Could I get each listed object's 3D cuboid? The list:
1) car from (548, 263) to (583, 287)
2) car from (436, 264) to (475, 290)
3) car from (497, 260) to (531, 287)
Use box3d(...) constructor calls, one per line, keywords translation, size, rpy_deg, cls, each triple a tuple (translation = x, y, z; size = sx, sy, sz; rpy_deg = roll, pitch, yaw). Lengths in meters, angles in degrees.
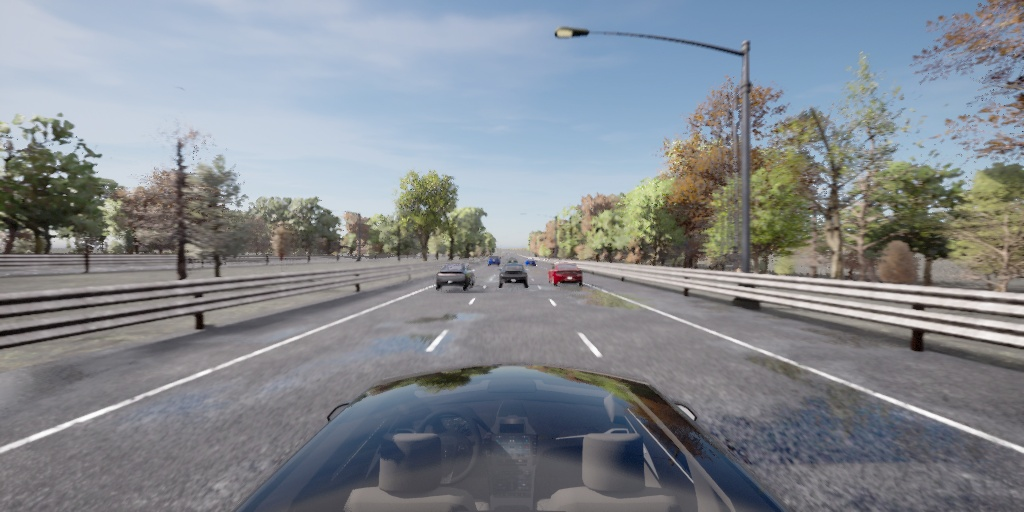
box3d(translation=(3.591, 1.222, 24.765), size=(1.882, 1.535, 5.008), rpy_deg=(0, 0, 0), cls="car")
box3d(translation=(-3.408, 1.236, 22.196), size=(2.128, 1.511, 4.902), rpy_deg=(0, 0, 0), cls="car")
box3d(translation=(0.091, 1.250, 24.479), size=(1.837, 1.490, 4.892), rpy_deg=(0, 0, 0), cls="car")
